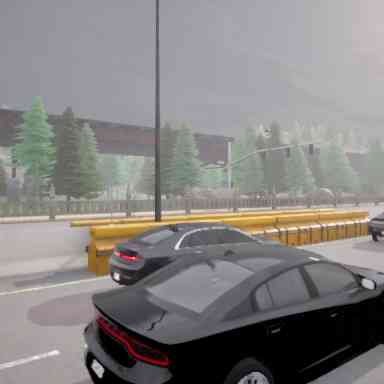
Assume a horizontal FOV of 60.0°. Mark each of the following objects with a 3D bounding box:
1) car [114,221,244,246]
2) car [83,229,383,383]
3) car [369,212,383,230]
[{"bbox_3d":[0.399,1.505,8.330,4.892,1.490,1.837,0,0,-36],"label":"car"},{"bbox_3d":[1.133,1.478,4.553,5.008,1.535,1.882,0,0,-35],"label":"car"},{"bbox_3d":[9.950,1.491,15.145,4.902,1.511,2.128,0,0,-36],"label":"car"}]
